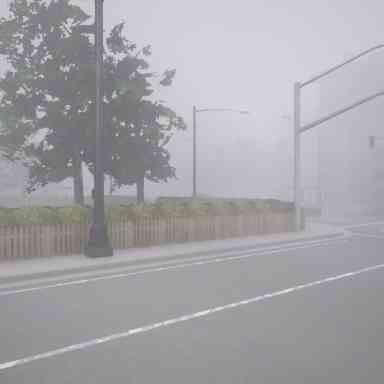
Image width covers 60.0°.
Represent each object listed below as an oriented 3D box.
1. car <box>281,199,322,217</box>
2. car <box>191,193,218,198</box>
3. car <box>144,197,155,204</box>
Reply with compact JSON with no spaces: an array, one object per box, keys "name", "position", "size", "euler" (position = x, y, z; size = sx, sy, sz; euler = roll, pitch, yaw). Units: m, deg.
[{"name":"car","position":[9.618,1.478,31.006],"size":[1.882,1.535,5.008],"euler":[0,0,-35]},{"name":"car","position":[1.823,1.219,42.267],"size":[2.150,2.045,5.566],"euler":[0,0,-35]},{"name":"car","position":[-7.185,1.580,55.430],"size":[1.994,1.385,4.181],"euler":[0,0,-35]}]
